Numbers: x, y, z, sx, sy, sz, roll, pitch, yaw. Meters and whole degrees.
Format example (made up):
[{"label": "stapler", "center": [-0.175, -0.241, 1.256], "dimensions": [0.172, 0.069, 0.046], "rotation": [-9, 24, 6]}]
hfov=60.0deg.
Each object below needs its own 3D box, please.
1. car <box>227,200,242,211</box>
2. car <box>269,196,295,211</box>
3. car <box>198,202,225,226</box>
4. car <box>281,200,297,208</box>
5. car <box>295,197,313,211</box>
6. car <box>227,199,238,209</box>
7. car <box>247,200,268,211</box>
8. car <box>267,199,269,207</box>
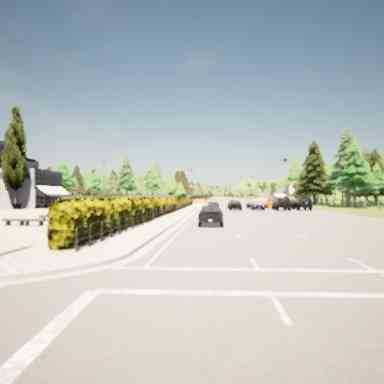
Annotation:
[{"label": "car", "center": [6.750, 2.071, 51.967], "dimensions": [1.882, 1.535, 5.008], "rotation": [0, -1, 4]}, {"label": "car", "center": [13.705, 1.812, 51.084], "dimensions": [2.150, 2.045, 5.566], "rotation": [0, -1, 4]}, {"label": "car", "center": [1.501, 1.803, 26.226], "dimensions": [1.837, 1.490, 4.892], "rotation": [0, -1, 4]}, {"label": "car", "center": [17.981, 2.220, 61.798], "dimensions": [1.837, 1.490, 4.892], "rotation": [0, -1, 4]}, {"label": "car", "center": [17.305, 1.830, 52.363], "dimensions": [2.150, 2.045, 5.566], "rotation": [0, -1, 4]}, {"label": "car", "center": [7.405, 2.174, 61.113], "dimensions": [1.882, 1.535, 5.008], "rotation": [0, -1, 4]}, {"label": "car", "center": [10.273, 2.200, 52.161], "dimensions": [1.895, 1.301, 4.718], "rotation": [0, -1, 4]}, {"label": "car", "center": [14.385, 2.050, 60.584], "dimensions": [2.097, 1.767, 4.553], "rotation": [0, -1, 4]}]
